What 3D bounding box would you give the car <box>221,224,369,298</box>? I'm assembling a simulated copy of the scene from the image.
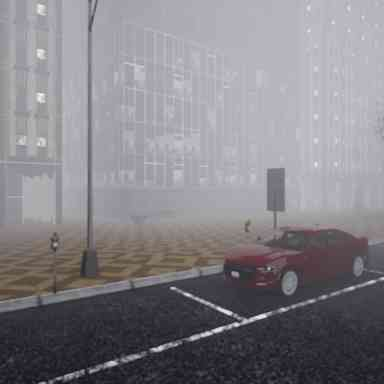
[{"bbox_3d":[2.767,1.547,8.539,4.507,1.381,1.887,0,0,-36],"label":"car"}]
